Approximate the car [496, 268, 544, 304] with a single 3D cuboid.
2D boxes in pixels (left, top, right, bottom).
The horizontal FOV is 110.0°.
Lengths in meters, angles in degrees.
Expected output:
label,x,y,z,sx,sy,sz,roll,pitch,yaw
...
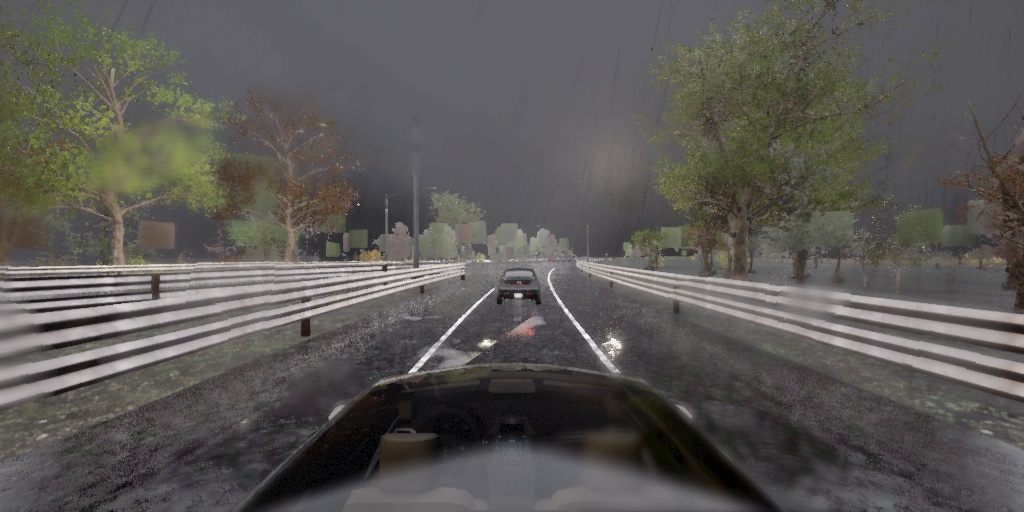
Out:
label,x,y,z,sx,sy,sz,roll,pitch,yaw
car,0.353,1.261,16.158,1.837,1.490,4.892,0,0,3
